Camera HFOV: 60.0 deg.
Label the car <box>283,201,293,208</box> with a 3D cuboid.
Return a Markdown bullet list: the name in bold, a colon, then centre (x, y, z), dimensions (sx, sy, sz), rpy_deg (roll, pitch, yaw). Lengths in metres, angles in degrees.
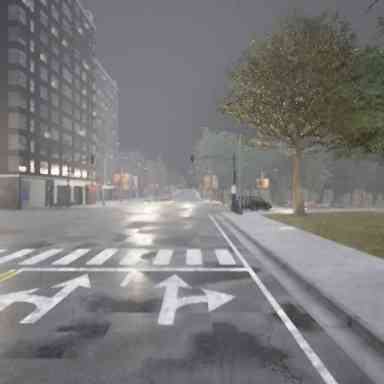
- **car**: centre (20.919, 2.646, 69.719), dimensions (1.812, 1.442, 4.674), rpy_deg (0, -2, 45)

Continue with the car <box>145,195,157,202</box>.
- **car**: centre (-9.731, 1.431, 78.324), dimensions (2.097, 1.767, 4.553), rpy_deg (0, 0, 0)

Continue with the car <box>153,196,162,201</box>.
- **car**: centre (-9.727, 1.755, 93.623), dimensions (2.033, 1.411, 5.357), rpy_deg (0, -1, 0)

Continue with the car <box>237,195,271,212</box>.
- **car**: centre (8.049, 1.517, 42.990), dimensions (5.566, 2.045, 2.150), rpy_deg (4, -3, -45)

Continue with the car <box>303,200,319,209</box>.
- **car**: centre (23.246, 2.482, 67.450), dimensions (2.097, 1.767, 4.553), rpy_deg (0, -2, 45)

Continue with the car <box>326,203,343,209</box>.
- **car**: centre (33.979, 3.215, 78.219), dimensions (1.994, 1.385, 4.181), rpy_deg (0, -2, 45)

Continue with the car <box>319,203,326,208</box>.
- **car**: centre (31.654, 3.252, 80.490), dimensions (1.895, 1.301, 4.718), rpy_deg (0, -2, 45)

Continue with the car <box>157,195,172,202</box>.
- **car**: centre (-6.481, 1.671, 78.314), dimensions (1.895, 1.301, 4.718), rpy_deg (0, 0, 0)
